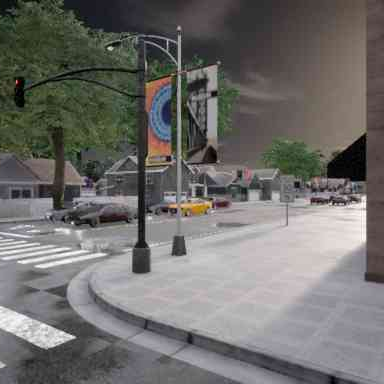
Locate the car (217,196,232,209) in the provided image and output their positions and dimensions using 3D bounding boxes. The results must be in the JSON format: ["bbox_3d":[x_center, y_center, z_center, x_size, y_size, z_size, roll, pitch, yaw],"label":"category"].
[{"bbox_3d":[2.872,1.272,39.623,1.882,1.535,5.008,0,1,36],"label":"car"}]

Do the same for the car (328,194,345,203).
[{"bbox_3d":[26.708,1.146,61.444,1.837,1.490,4.892,0,0,36],"label":"car"}]

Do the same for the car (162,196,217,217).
[{"bbox_3d":[-0.103,1.326,29.889,1.882,1.535,5.008,0,0,36],"label":"car"}]

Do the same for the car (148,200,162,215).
[{"bbox_3d":[-2.985,1.413,31.435,1.994,1.385,4.181,0,0,36],"label":"car"}]

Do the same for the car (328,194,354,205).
[{"bbox_3d":[22.324,1.203,49.727,1.837,1.490,4.892,0,0,36],"label":"car"}]

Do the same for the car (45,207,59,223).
[{"bbox_3d":[-8.175,1.391,24.186,2.128,1.511,4.902,0,0,36],"label":"car"}]

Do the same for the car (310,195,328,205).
[{"bbox_3d":[20.071,1.171,52.164,1.882,1.535,5.008,0,0,36],"label":"car"}]

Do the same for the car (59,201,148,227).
[{"bbox_3d":[-5.666,1.449,22.130,2.033,1.411,5.357,0,0,34],"label":"car"}]

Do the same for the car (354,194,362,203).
[{"bbox_3d":[28.319,1.155,58.114,1.837,1.490,4.892,0,0,36],"label":"car"}]
